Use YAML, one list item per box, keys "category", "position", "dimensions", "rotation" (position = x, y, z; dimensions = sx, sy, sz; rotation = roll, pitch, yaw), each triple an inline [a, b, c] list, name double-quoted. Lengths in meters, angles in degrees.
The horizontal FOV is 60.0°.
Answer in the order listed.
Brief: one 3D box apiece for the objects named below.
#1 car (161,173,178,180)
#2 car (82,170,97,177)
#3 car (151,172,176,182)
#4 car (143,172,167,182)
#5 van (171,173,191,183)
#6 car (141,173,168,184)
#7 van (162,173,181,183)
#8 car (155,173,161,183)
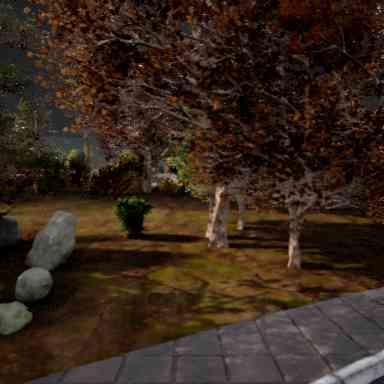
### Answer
- category: "car"
  position: [-2.379, -1.977, 57.058]
  dimensions: [1.946, 1.575, 5.366]
  rotation: [5, 4, 40]
- category: "car"
  position: [-21.530, -3.627, 73.009]
  dimensions: [2.231, 1.521, 4.892]
  rotation: [5, 4, 40]
- category: "car"
  position: [-6.681, -3.421, 77.537]
  dimensions: [2.435, 2.045, 5.566]
  rotation: [5, 4, 40]
- category: "car"
  position: [-8.792, -3.603, 79.321]
  dimensions: [2.435, 2.045, 5.566]
  rotation: [5, 4, 40]
- category: "van"
  position: [-2.367, -3.034, 74.080]
  dimensions: [1.878, 1.987, 4.442]
  rotation: [5, 4, 40]
- category: "car"
  position: [-6.700, -2.479, 60.506]
  dimensions: [2.185, 1.767, 4.553]
  rotation: [5, 4, 40]
- category: "van"
  position: [-4.629, -3.214, 75.686]
  dimensions: [1.878, 1.987, 4.442]
  rotation: [5, 4, 40]
- category: "car"
  position: [-4.612, -2.165, 58.694]
  dimensions: [2.231, 1.521, 4.892]
  rotation: [5, 4, 40]
